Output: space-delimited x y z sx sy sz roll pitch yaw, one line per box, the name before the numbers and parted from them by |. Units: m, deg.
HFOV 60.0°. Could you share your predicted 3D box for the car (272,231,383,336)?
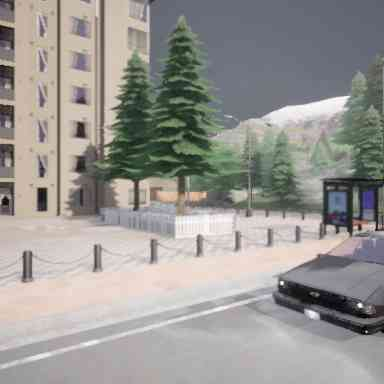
car | 4.076 1.551 6.798 5.357 1.411 2.033 0 0 -35
